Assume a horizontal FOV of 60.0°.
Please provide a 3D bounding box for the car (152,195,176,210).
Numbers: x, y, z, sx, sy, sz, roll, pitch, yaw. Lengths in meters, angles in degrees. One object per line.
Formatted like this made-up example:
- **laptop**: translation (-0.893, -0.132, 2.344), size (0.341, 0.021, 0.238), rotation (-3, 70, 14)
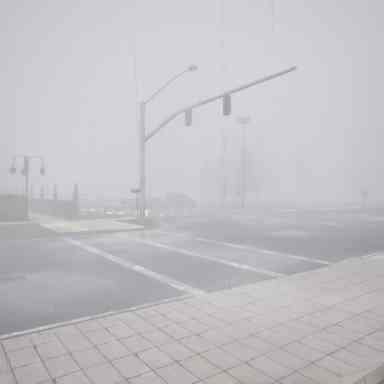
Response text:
- **car**: translation (-4.578, 1.505, 43.976), size (1.837, 1.490, 4.892), rotation (0, 0, -36)

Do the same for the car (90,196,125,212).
- **car**: translation (-10.103, 1.526, 39.679), size (1.812, 1.442, 4.674), rotation (0, 0, -36)

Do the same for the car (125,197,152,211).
- **car**: translation (-7.523, 1.547, 42.077), size (2.033, 1.411, 5.357), rotation (0, 0, -36)

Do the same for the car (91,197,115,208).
- **car**: translation (-13.432, 1.505, 50.172), size (1.837, 1.490, 4.892), rotation (0, 0, -36)

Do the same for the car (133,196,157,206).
- **car**: translation (-7.747, 1.505, 54.261), size (1.837, 1.490, 4.892), rotation (0, 0, -36)

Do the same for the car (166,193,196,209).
- **car**: translation (-1.759, 1.221, 46.055), size (2.150, 2.045, 5.566), rotation (0, 0, -36)

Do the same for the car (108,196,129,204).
- **car**: translation (-13.914, 1.547, 62.772), size (2.033, 1.411, 5.357), rotation (0, 0, -36)

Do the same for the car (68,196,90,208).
- **car**: translation (-15.512, 1.601, 47.082), size (1.895, 1.301, 4.718), rotation (0, 0, -36)

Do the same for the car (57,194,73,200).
- **car**: translation (-21.623, 1.505, 55.490), size (1.837, 1.490, 4.892), rotation (0, 0, -36)

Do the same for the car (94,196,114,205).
- **car**: translation (-15.844, 1.505, 59.455), size (1.837, 1.490, 4.892), rotation (0, 0, -36)

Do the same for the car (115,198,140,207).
- **car**: translation (-9.996, 1.601, 51.398), size (1.895, 1.301, 4.718), rotation (0, 0, -36)

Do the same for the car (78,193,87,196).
- **car**: translation (-19.723, 1.221, 58.838), size (2.150, 2.045, 5.566), rotation (0, 0, -36)
